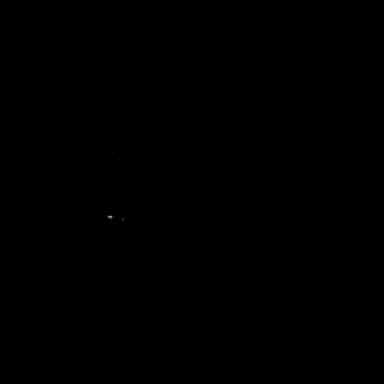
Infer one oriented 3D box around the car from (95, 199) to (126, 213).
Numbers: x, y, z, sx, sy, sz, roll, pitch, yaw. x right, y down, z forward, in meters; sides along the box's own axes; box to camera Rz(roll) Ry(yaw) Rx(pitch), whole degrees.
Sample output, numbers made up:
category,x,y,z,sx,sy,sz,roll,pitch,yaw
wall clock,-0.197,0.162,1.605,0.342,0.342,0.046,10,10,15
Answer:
category,x,y,z,sx,sy,sz,roll,pitch,yaw
car,-8.427,1.437,34.319,1.994,1.385,4.181,2,-1,-35
